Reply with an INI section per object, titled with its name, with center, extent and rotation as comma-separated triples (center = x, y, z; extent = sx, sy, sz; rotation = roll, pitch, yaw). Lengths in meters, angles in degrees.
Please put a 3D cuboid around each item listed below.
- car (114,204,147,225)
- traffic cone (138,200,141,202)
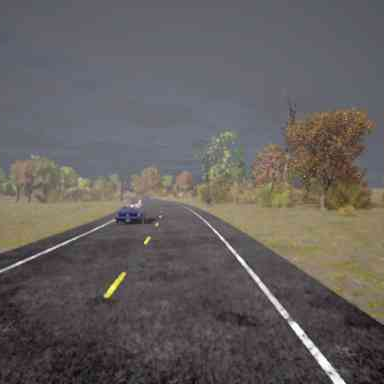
[car]
center = -4.338, 1.561, 24.026
extent = 1.895, 1.301, 4.718
rotation = 0, 0, -3
[traffic cone]
center = -7.860, 1.906, 49.836
extent = 0.340, 0.580, 0.340
rotation = 0, 0, -7
